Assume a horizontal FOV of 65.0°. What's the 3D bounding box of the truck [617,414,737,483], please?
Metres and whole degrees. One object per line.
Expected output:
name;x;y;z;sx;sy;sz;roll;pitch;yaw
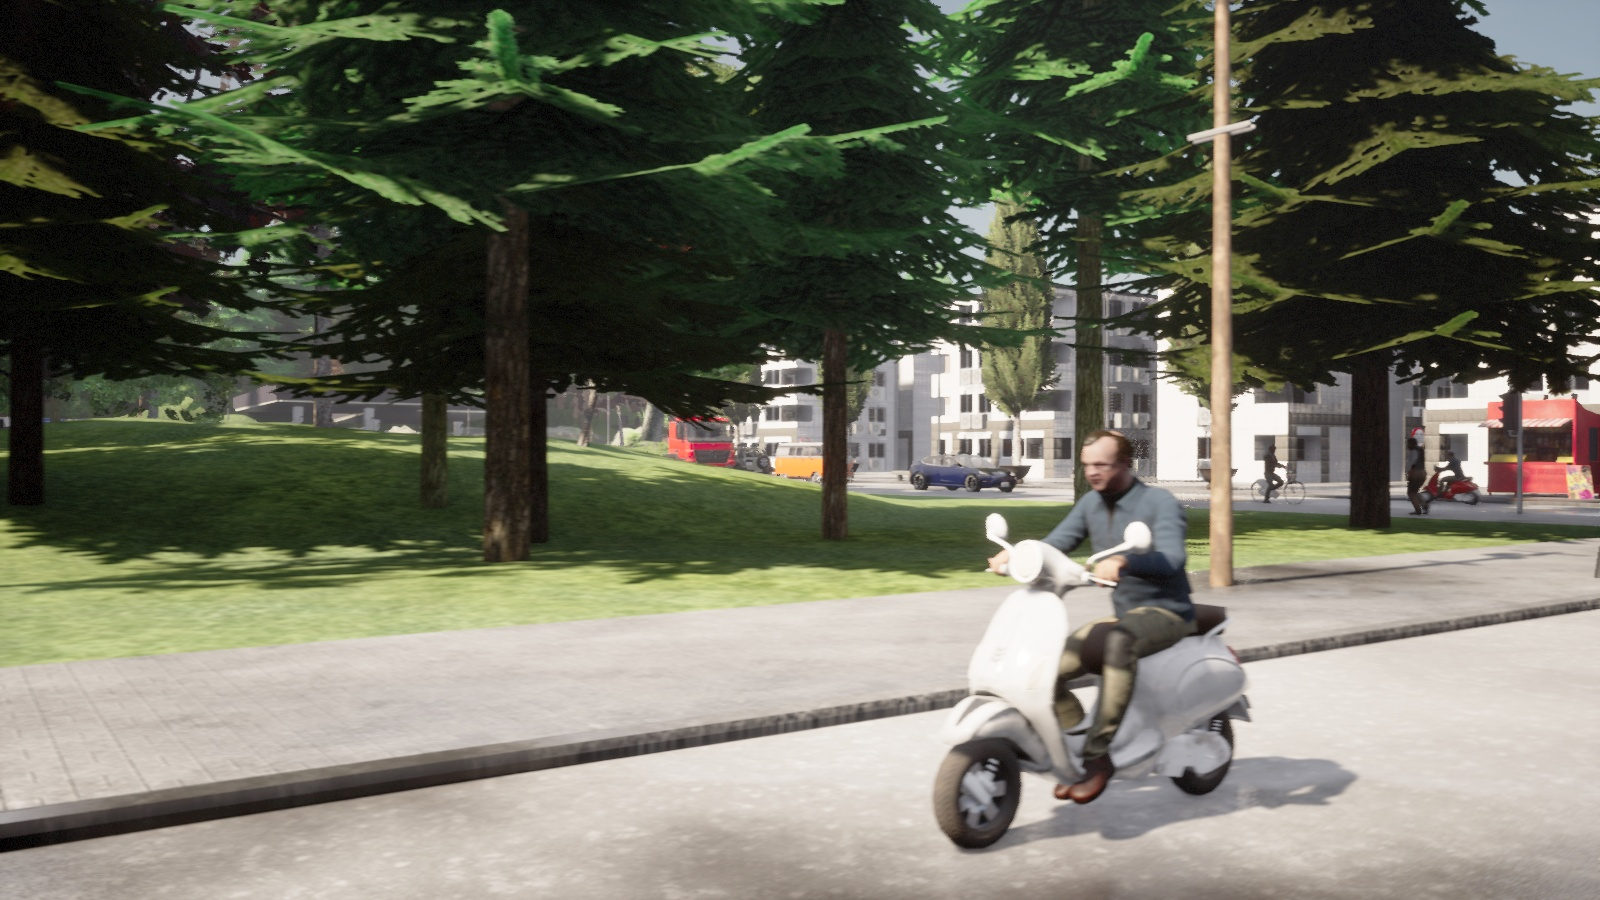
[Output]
truck;-6.680;-0.058;67.166;2.891;3.462;7.936;0;0;-35

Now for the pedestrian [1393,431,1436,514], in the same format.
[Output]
pedestrian;13.821;0.495;28.256;0.540;1.848;0.694;0;0;-38

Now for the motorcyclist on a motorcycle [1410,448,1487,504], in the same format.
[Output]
motorcyclist on a motorcycle;19.129;0.749;37.072;0.866;1.590;1.817;0;0;-35

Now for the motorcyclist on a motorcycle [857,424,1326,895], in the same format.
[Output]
motorcyclist on a motorcycle;1.218;0.708;5.117;1.817;1.590;0.866;0;0;-35

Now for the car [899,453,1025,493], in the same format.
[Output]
car;6.216;0.851;48.612;2.163;1.488;4.792;0;0;-35

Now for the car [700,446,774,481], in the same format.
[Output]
car;-3.542;0.740;69.651;1.932;1.855;4.605;0;0;-35

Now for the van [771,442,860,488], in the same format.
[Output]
van;0.643;0.633;56.627;1.775;1.987;4.442;0;0;-35

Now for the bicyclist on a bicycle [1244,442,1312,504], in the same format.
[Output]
bicyclist on a bicycle;14.163;0.677;37.237;0.659;1.776;1.843;0;0;-34
